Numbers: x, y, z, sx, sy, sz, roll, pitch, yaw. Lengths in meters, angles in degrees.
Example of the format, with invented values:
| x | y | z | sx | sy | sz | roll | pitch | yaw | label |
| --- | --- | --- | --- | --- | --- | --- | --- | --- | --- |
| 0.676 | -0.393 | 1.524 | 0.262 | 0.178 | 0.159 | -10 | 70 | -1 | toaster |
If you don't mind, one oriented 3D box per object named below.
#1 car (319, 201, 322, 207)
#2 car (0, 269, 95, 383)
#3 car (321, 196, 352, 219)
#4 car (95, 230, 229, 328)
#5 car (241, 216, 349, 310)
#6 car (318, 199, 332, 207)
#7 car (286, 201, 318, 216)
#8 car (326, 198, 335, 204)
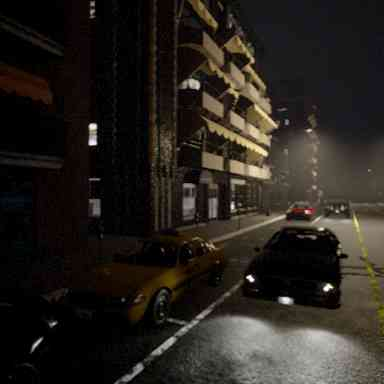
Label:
| x | y | z | sx | sy | sz | roll | pitch | yaw | label |
| --- | --- | --- | --- | --- | --- | --- | --- | --- | --- |
| 11.477 | 1.753 | 32.912 | 1.802 | 1.307 | 4.206 | 0 | 0 | 25 | car |
| -2.935 | 1.549 | 2.238 | 1.947 | 1.339 | 4.313 | 0 | 0 | 25 | car |
| 14.156 | 1.411 | 32.283 | 2.150 | 2.045 | 5.566 | 0 | 0 | 25 | car |
| -0.605 | 1.538 | 7.198 | 1.752 | 1.417 | 4.829 | 0 | 0 | 25 | car |
| 2.833 | 1.588 | 8.420 | 2.033 | 1.411 | 5.357 | 0 | 0 | 25 | car |
| 23.486 | 1.891 | 58.474 | 2.008 | 1.369 | 4.403 | 0 | 0 | 25 | car |
| 9.076 | 1.579 | 27.800 | 1.967 | 1.590 | 4.097 | 0 | 0 | 25 | car |
| 31.336 | 2.037 | 75.298 | 1.802 | 1.307 | 4.206 | 0 | 0 | 25 | car |
